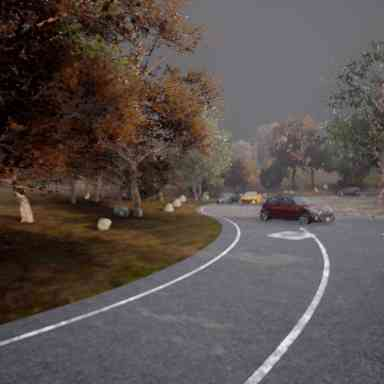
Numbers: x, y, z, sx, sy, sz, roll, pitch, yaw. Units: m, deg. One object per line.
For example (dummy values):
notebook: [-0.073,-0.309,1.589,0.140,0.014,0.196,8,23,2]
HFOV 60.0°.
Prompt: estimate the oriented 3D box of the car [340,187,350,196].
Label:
car: [25.471,-0.045,53.787,4.902,1.511,2.128,-1,1,6]

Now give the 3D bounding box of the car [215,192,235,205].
car: [4.336,0.785,41.070,2.128,1.511,4.902,-1,1,25]

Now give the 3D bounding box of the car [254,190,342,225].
car: [6.387,0.977,20.557,2.097,1.767,4.553,-2,1,-34]

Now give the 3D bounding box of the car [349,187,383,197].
car: [26.730,0.073,50.432,4.181,1.385,1.994,-1,1,10]

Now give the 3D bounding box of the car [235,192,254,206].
car: [6.861,0.748,38.771,1.882,1.535,5.008,-2,1,21]
